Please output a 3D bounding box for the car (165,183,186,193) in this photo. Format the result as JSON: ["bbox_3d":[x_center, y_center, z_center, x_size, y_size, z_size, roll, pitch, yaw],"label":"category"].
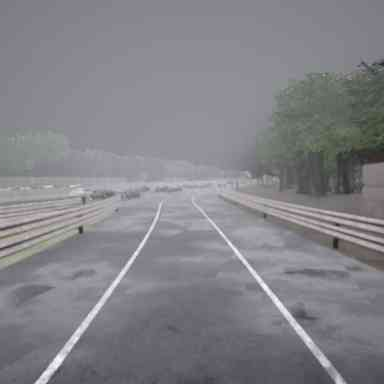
[{"bbox_3d":[-3.125,-0.576,64.014,1.812,1.442,4.674,0,2,16],"label":"car"}]

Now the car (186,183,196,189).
[{"bbox_3d":[0.571,-1.668,90.018,1.994,1.385,4.181,0,3,16],"label":"car"}]

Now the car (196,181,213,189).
[{"bbox_3d":[3.391,-1.577,87.121,2.033,1.411,5.357,0,3,16],"label":"car"}]

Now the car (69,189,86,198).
[{"bbox_3d":[-15.303,0.238,46.620,1.812,1.442,4.674,0,3,16],"label":"car"}]

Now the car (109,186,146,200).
[{"bbox_3d":[-8.565,0.294,44.721,2.033,1.411,5.357,0,3,16],"label":"car"}]

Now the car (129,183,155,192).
[{"bbox_3d":[-9.863,-0.590,65.912,2.033,1.411,5.357,0,3,16],"label":"car"}]

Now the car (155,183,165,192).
[{"bbox_3d":[-5.951,-0.679,66.886,1.812,1.442,4.674,0,2,16],"label":"car"}]

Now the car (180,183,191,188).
[{"bbox_3d":[-1.707,-1.813,94.836,1.895,1.301,4.718,0,3,16],"label":"car"}]

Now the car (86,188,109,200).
[{"bbox_3d":[-11.933,0.220,45.676,2.128,1.511,4.902,0,3,16],"label":"car"}]
